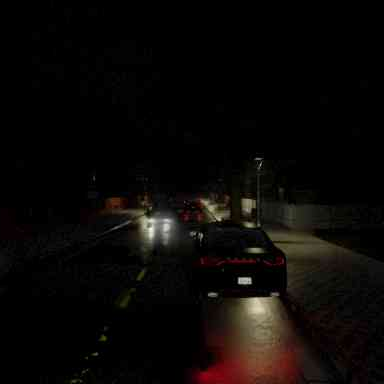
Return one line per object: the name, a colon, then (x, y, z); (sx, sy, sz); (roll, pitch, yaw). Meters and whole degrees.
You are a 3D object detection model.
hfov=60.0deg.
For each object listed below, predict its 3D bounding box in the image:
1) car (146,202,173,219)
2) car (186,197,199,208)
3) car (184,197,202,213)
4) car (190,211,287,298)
car: (-2.720, 1.553, 28.732); (1.994, 1.385, 4.181); (0, 0, 0)
car: (0.050, 1.495, 47.194); (1.812, 1.442, 4.674); (0, 0, 0)
car: (0.116, 1.460, 37.033); (1.882, 1.535, 5.008); (0, 0, 1)
car: (0.971, 1.476, 8.574); (1.882, 1.535, 5.008); (0, 0, 0)
